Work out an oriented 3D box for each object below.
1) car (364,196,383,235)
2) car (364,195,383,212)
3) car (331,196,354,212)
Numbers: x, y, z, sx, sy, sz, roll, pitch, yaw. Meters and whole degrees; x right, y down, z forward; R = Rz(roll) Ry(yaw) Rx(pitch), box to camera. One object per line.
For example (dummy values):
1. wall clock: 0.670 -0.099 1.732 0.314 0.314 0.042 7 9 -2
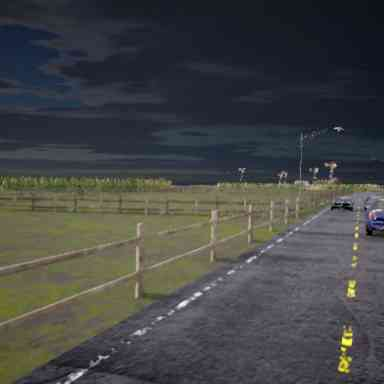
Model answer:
1. car: 9.877 1.126 16.602 2.097 1.767 4.553 2 2 27
2. car: 17.953 1.106 32.437 1.994 1.385 4.181 2 2 27
3. car: 14.107 1.097 31.097 1.895 1.301 4.718 2 2 27
